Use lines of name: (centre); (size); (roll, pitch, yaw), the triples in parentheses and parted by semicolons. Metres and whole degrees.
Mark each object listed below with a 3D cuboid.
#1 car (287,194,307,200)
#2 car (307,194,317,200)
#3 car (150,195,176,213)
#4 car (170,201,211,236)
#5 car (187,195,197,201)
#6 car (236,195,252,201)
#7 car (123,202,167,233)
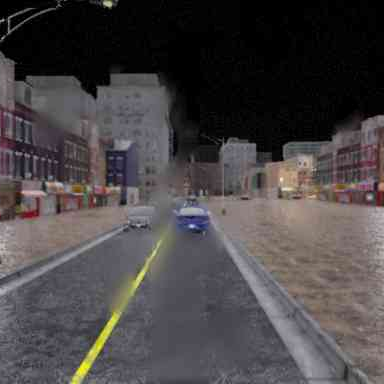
car: (26.532, 1.282, 85.615); (4.097, 1.590, 1.967); (-1, 1, 0)
car: (31.742, 1.314, 85.629); (4.829, 1.417, 1.752); (-1, 1, 0)
car: (-2.752, 1.268, 32.415); (2.150, 2.045, 5.566); (0, -1, 0)
car: (0.007, 1.497, 18.459); (1.882, 1.535, 5.008); (0, 0, 0)
car: (0.033, 1.399, 71.621); (2.097, 1.767, 4.553); (0, 0, 0)
car: (13.303, 1.422, 85.583); (4.097, 1.590, 1.967); (-1, 1, 0)
car: (-2.764, 1.526, 19.712); (1.837, 1.490, 4.892); (0, -1, 0)
